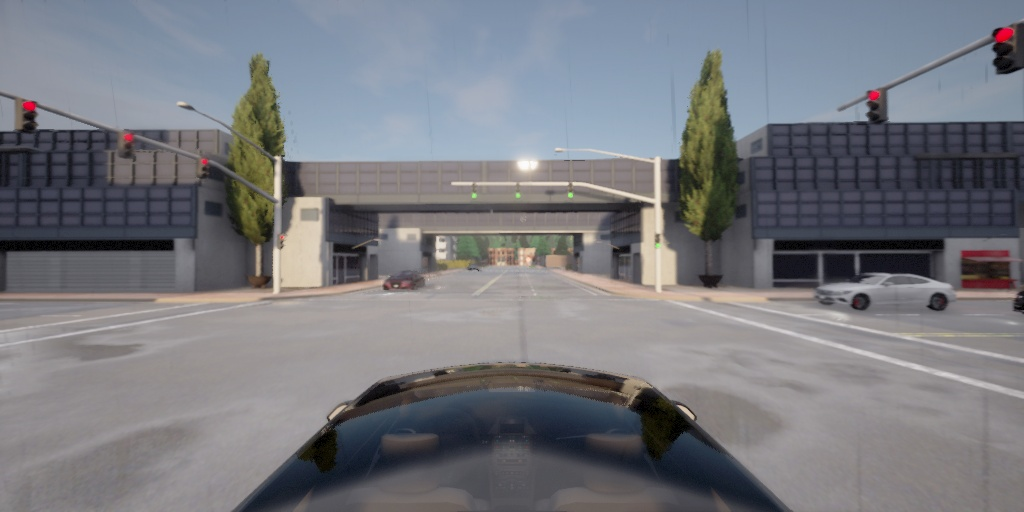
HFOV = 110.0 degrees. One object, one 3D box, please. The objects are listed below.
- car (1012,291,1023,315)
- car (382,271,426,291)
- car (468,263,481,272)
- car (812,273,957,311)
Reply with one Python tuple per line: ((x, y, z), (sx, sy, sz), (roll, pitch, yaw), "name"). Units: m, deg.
((18.879, 1.315, 11.157), (4.902, 1.511, 2.128), (0, -1, 1), "car")
((-7.310, 1.703, 24.679), (1.994, 1.385, 4.181), (0, 0, 1), "car")
((-6.495, 1.994, 62.509), (2.033, 1.411, 5.357), (0, -1, 1), "car")
((15.138, 1.407, 14.709), (4.674, 1.442, 1.812), (0, -1, 3), "car")
